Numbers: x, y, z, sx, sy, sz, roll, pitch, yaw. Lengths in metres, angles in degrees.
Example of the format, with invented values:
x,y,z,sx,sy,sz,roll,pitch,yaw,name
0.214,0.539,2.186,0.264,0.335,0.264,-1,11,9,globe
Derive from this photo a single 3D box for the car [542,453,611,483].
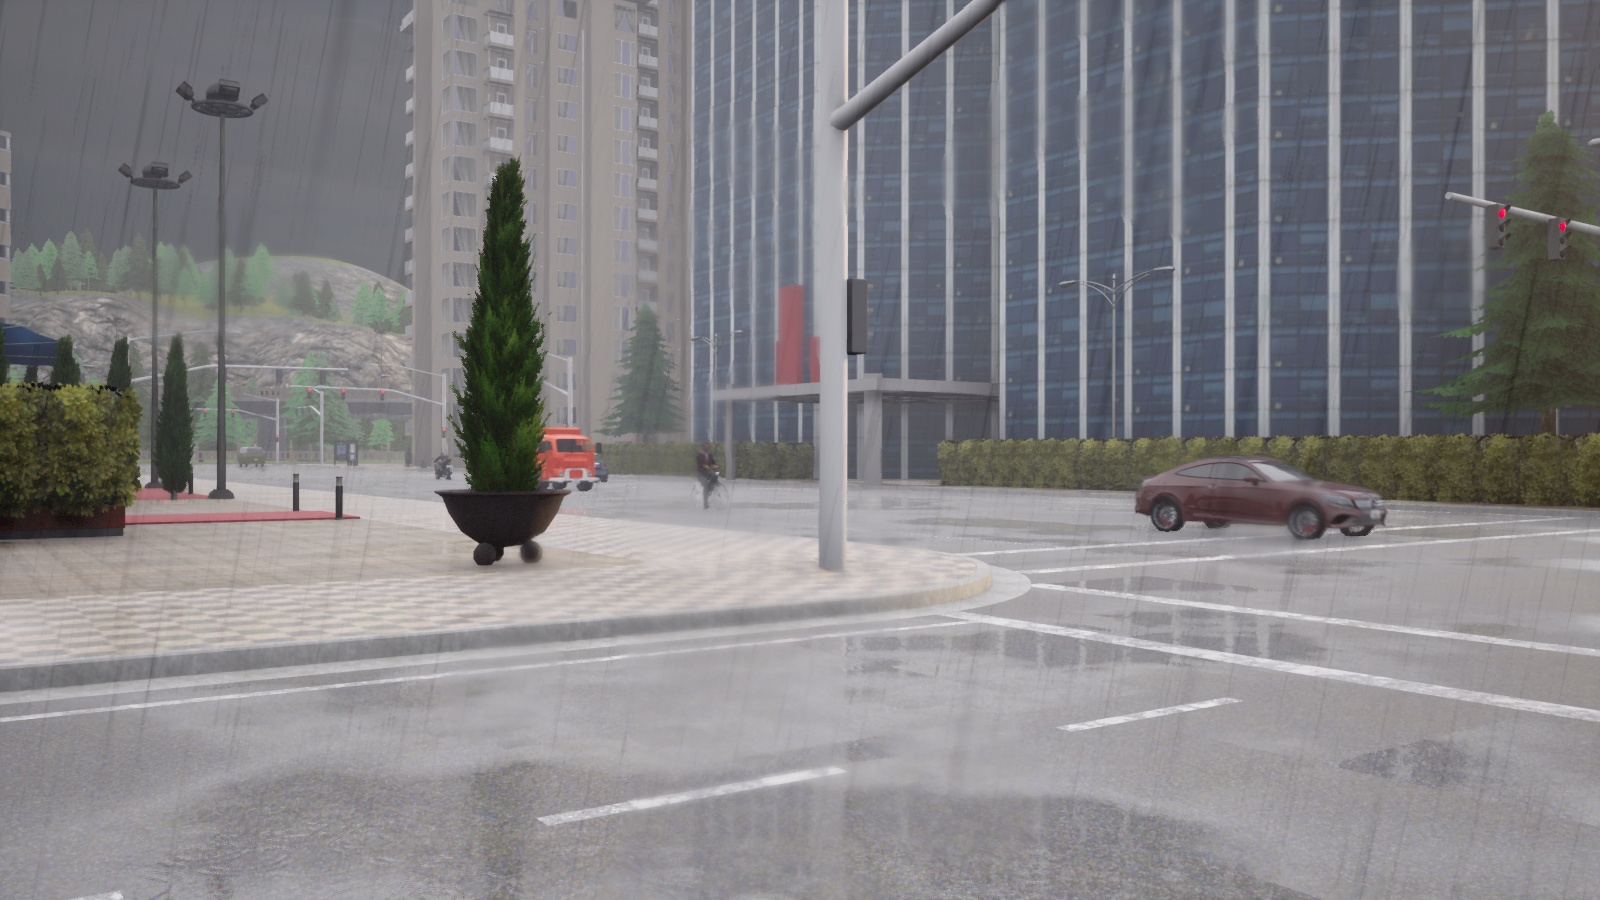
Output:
x,y,z,sx,sy,sz,roll,pitch,yaw,name
-11.255,0.888,63.137,1.970,1.475,3.806,0,0,-35,car

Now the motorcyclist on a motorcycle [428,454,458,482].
x,y,z,sx,sy,sz,roll,pitch,yaw,name
-19.588,0.990,68.870,0.866,1.530,2.191,0,0,-35,motorcyclist on a motorcycle

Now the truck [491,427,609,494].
x,y,z,sx,sy,sz,roll,pitch,yaw,name
-9.810,0.399,48.956,2.627,2.467,5.204,0,0,-35,truck

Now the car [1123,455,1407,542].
x,y,z,sx,sy,sz,roll,pitch,yaw,name
8.470,0.809,23.253,1.812,1.442,4.674,0,0,-38,car

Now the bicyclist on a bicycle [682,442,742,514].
x,y,z,sx,sy,sz,roll,pitch,yaw,name
-2.262,0.699,32.199,0.659,1.776,1.843,0,0,-35,bicyclist on a bicycle
